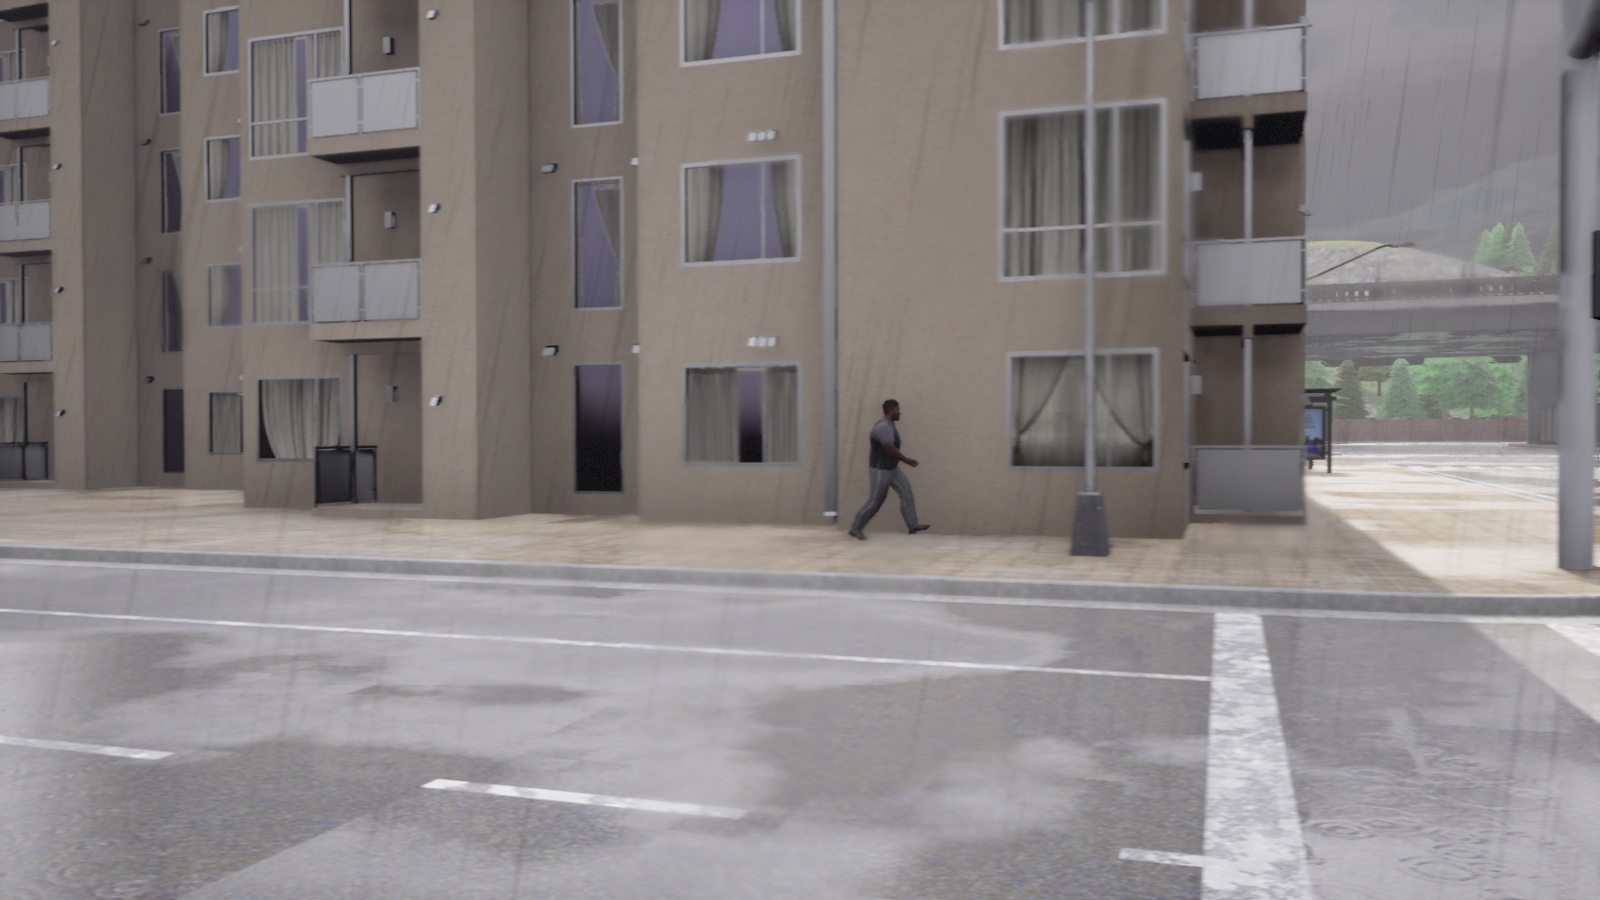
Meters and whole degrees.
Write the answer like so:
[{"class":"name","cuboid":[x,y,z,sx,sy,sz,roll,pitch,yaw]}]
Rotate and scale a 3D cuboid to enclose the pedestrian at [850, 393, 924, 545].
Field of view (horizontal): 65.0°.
[{"class":"pedestrian","cuboid":[1.112,0.232,15.984,0.849,1.883,0.563,0,1,15]}]
